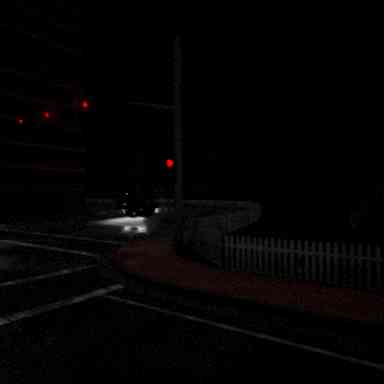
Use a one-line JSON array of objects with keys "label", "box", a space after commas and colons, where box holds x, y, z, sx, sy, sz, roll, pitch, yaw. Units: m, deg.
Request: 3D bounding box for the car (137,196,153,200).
[{"label": "car", "box": [-6.926, 1.800, 52.955, 1.882, 1.535, 5.008, 0, -1, -19]}]

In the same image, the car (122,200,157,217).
[{"label": "car", "box": [-5.336, 1.799, 34.572, 1.895, 1.301, 4.718, -1, 0, 8]}]

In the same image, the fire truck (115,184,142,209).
[{"label": "fire truck", "box": [-10.298, 0.685, 52.845, 2.891, 3.827, 8.468, 0, 0, -20]}]
